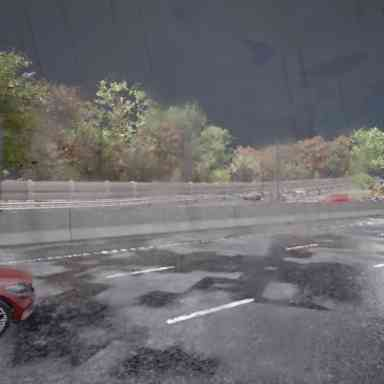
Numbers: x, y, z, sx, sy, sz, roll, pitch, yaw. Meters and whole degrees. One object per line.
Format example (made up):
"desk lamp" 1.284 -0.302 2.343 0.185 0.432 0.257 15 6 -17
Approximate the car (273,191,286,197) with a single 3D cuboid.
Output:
"car" 18.792 0.618 71.604 1.812 1.442 4.674 0 1 32

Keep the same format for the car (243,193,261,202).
"car" 10.575 0.857 58.078 1.882 1.535 5.008 0 0 31

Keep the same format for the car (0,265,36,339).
"car" -4.759 1.519 4.655 4.674 1.442 1.812 0 0 -36

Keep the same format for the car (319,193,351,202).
"car" 21.316 1.195 49.393 5.566 2.045 2.150 0 0 -35

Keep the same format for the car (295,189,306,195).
"car" 27.555 -0.001 84.741 1.882 1.535 5.008 0 2 35

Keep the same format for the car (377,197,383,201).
"car" 26.666 1.528 44.607 5.357 1.411 2.033 0 0 -35

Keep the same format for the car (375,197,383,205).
"car" 34.583 1.579 58.833 4.718 1.301 1.895 0 0 -36
